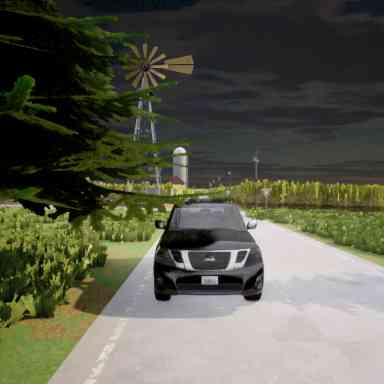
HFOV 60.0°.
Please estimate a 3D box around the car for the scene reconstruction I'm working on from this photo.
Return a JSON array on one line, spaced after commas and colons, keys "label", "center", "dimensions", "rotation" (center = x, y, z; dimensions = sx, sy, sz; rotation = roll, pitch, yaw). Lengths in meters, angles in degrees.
[{"label": "car", "center": [0.334, 1.221, 8.691], "dimensions": [2.150, 2.045, 5.566], "rotation": [0, 0, 0]}]
